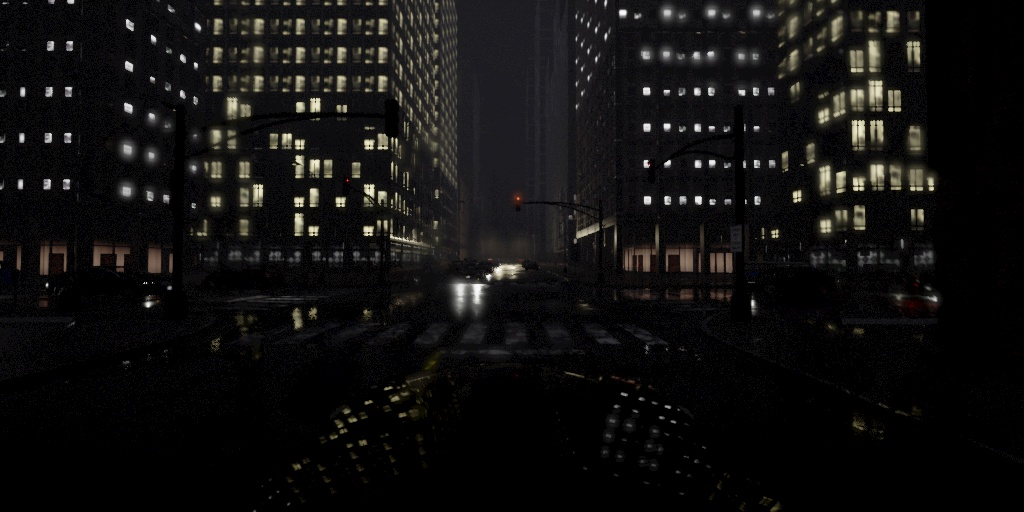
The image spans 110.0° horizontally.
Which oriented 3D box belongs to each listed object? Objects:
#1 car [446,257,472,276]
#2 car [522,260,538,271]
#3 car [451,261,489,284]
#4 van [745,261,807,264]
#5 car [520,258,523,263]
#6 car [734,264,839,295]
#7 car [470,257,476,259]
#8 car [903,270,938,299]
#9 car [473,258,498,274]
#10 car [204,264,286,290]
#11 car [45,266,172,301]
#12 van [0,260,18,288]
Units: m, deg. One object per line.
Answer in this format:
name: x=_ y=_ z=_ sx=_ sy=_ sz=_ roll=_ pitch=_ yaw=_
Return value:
car: x=-5.701 y=1.203 z=37.602 sx=1.967 sy=1.591 sz=4.097 roll=0 pitch=0 yaw=0
car: x=2.677 y=1.350 z=48.817 sx=1.802 sy=1.307 sz=4.207 roll=0 pitch=0 yaw=0
car: x=-3.107 y=1.324 z=27.470 sx=1.994 sy=1.385 sz=4.181 roll=0 pitch=0 yaw=0
van: x=15.975 y=1.210 z=22.098 sx=3.998 sy=1.789 sz=1.690 roll=0 pitch=0 yaw=0
car: x=2.674 y=1.298 z=60.143 sx=1.751 sy=1.417 sz=4.829 roll=0 pitch=0 yaw=0
car: x=14.868 y=1.321 z=19.526 sx=4.892 sy=1.490 sz=1.837 roll=0 pitch=-1 yaw=0
car: x=-5.704 y=1.082 z=48.753 sx=2.192 sy=1.841 sz=5.009 roll=0 pitch=0 yaw=0
car: x=21.257 y=1.292 z=16.311 sx=4.674 sy=1.442 sz=1.812 roll=0 pitch=-1 yaw=0
car: x=-3.107 y=1.312 z=41.216 sx=2.033 sy=1.411 sz=5.357 roll=0 pitch=0 yaw=0
car: x=-16.499 y=1.255 z=22.163 sx=4.097 sy=1.591 sz=1.967 roll=0 pitch=0 yaw=0
car: x=-18.092 y=1.191 z=16.391 sx=4.902 sy=1.511 sz=2.128 roll=0 pitch=-1 yaw=0
van: x=-33.444 y=1.132 z=22.195 sx=3.998 sy=1.789 sz=1.690 roll=0 pitch=0 yaw=0
